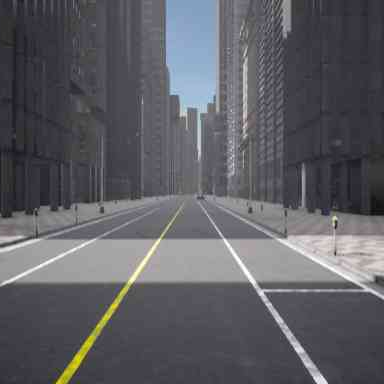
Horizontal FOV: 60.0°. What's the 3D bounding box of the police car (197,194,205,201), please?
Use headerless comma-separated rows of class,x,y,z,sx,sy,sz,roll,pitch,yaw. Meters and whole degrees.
police car,2.366,1.468,89.859,1.930,1.638,5.238,0,0,0
